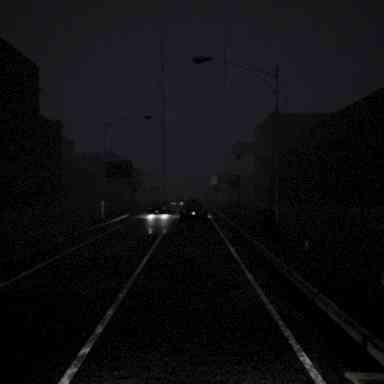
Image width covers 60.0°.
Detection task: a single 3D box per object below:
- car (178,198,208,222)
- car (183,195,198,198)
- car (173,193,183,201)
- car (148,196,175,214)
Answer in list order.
[{"bbox_3d":[0.104,1.389,24.333,1.994,1.385,4.181,0,0,0],"label":"car"},{"bbox_3d":[0.105,1.370,41.464,1.837,1.490,4.892,0,-1,0],"label":"car"},{"bbox_3d":[-2.990,1.282,73.376,2.150,2.045,5.566,0,0,0],"label":"car"},{"bbox_3d":[-3.095,1.351,32.280,2.033,1.411,5.357,0,0,0],"label":"car"}]
